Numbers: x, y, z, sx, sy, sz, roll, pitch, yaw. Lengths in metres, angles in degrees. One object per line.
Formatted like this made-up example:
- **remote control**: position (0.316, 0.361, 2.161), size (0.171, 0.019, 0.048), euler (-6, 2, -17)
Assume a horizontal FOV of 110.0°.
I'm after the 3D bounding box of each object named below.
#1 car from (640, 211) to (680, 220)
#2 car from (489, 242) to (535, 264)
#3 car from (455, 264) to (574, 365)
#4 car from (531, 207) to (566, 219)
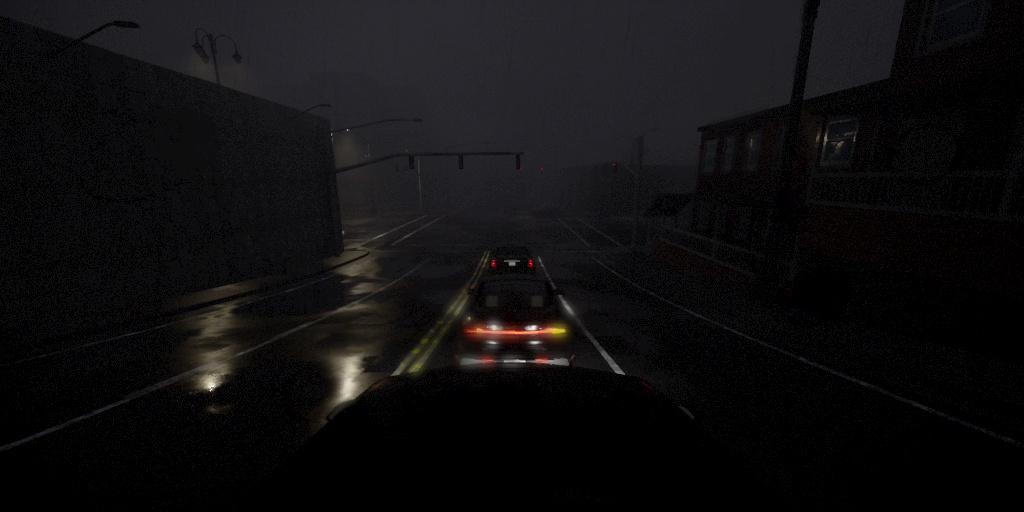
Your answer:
- **car**: position (18.982, -5.521, 46.084), size (4.892, 1.490, 1.837), euler (0, 12, 0)
- **car**: position (0.011, 0.085, 17.463), size (2.097, 1.767, 4.553), euler (0, 7, 0)
- **car**: position (0.051, 1.121, 7.212), size (1.837, 1.490, 4.892), euler (0, 2, 0)
- **car**: position (4.811, -5.754, 47.249), size (4.674, 1.442, 1.812), euler (3, 13, 14)
